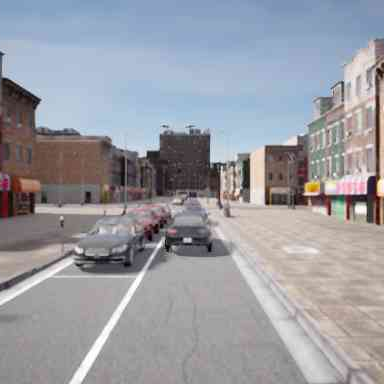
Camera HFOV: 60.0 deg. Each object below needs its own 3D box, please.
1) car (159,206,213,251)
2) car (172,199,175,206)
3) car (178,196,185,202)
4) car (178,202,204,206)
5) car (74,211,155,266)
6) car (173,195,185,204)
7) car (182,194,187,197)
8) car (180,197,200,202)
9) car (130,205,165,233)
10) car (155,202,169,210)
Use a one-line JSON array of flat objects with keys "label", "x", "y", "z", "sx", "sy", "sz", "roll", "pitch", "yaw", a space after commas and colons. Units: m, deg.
[{"label": "car", "x": -0.096, "y": 1.538, "z": 14.056, "sx": 1.812, "sy": 1.442, "sz": 4.674, "roll": 0, "pitch": 0, "yaw": 1}, {"label": "car", "x": -2.633, "y": 1.561, "z": 27.706, "sx": 1.752, "sy": 1.417, "sz": 4.829, "roll": 0, "pitch": 0, "yaw": 0}, {"label": "car", "x": -2.636, "y": 1.764, "z": 86.883, "sx": 1.752, "sy": 1.417, "sz": 4.829, "roll": 0, "pitch": 0, "yaw": 0}, {"label": "car", "x": 0.094, "y": 1.629, "z": 23.952, "sx": 1.895, "sy": 1.301, "sz": 4.718, "roll": 0, "pitch": 0, "yaw": 0}, {"label": "car", "x": -2.632, "y": 1.560, "z": 11.394, "sx": 2.008, "sy": 1.369, "sz": 4.403, "roll": 0, "pitch": 0, "yaw": 0}, {"label": "car", "x": -2.635, "y": 1.653, "z": 59.664, "sx": 1.752, "sy": 1.417, "sz": 4.829, "roll": 0, "pitch": 0, "yaw": 0}, {"label": "car", "x": -2.634, "y": 1.463, "z": 65.277, "sx": 2.192, "sy": 1.841, "sz": 5.009, "roll": 0, "pitch": 0, "yaw": 0}, {"label": "car", "x": 0.112, "y": 1.556, "z": 34.424, "sx": 1.837, "sy": 1.490, "sz": 4.892, "roll": 0, "pitch": 0, "yaw": 2}, {"label": "car", "x": -2.633, "y": 1.561, "z": 16.888, "sx": 1.887, "sy": 1.381, "sz": 4.507, "roll": 0, "pitch": 0, "yaw": 0}, {"label": "car", "x": -2.633, "y": 1.570, "z": 22.382, "sx": 1.887, "sy": 1.381, "sz": 4.507, "roll": 0, "pitch": 0, "yaw": 0}]
